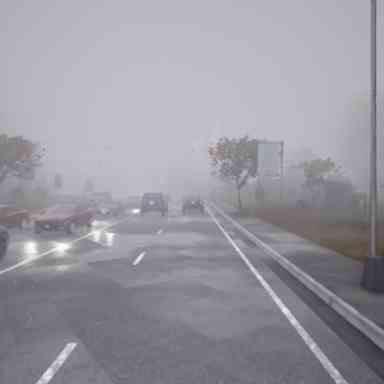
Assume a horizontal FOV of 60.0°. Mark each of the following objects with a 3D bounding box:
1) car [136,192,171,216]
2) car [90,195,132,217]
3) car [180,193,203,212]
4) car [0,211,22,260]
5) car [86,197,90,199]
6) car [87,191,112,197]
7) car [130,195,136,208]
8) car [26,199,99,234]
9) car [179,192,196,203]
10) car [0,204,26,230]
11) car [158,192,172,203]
[{"bbox_3d":[-3.397,1.028,30.746,2.150,2.045,5.566,0,1,0],"label":"car"},{"bbox_3d":[-6.996,1.324,28.864,2.128,1.511,4.902,0,1,0],"label":"car"},{"bbox_3d":[0.099,1.094,34.857,2.097,1.767,4.553,0,1,0],"label":"car"},{"bbox_3d":[-7.088,1.492,9.556,1.812,1.442,4.674,0,0,0],"label":"car"},{"bbox_3d":[-10.504,1.396,27.534,2.033,1.411,5.357,0,1,0],"label":"car"},{"bbox_3d":[-10.505,0.908,37.899,2.150,2.045,5.566,0,1,0],"label":"car"},{"bbox_3d":[-7.004,1.165,39.289,1.837,1.490,4.892,0,1,0],"label":"car"},{"bbox_3d":[-7.048,1.405,18.767,1.882,1.535,5.008,0,0,0],"label":"car"},{"bbox_3d":[-0.805,0.840,53.104,2.128,1.511,4.902,0,1,-7],"label":"car"},{"bbox_3d":[-10.554,1.411,17.691,1.882,1.535,5.008,0,0,0],"label":"car"},{"bbox_3d":[-4.378,0.820,53.446,2.128,1.511,4.902,0,1,-7],"label":"car"}]
